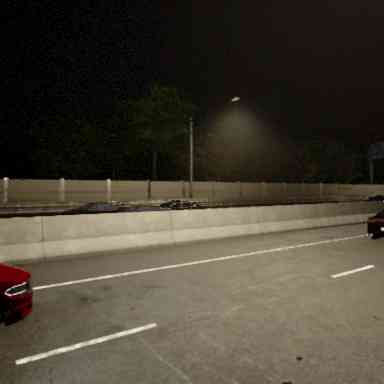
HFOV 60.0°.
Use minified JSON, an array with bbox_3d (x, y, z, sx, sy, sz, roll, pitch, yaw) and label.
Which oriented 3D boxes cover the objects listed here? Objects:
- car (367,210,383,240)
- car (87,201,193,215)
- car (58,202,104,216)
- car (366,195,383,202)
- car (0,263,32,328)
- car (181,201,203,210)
[{"bbox_3d":[9.912,1.372,15.090,5.008,1.535,1.882,0,0,-35],"label":"car"},{"bbox_3d":[-2.886,1.490,19.118,5.357,1.411,2.033,0,0,-35],"label":"car"},{"bbox_3d":[-7.081,1.491,24.725,5.357,1.411,2.033,0,0,-36],"label":"car"},{"bbox_3d":[27.734,1.233,49.443,4.892,1.490,1.837,-1,0,-35],"label":"car"},{"bbox_3d":[-4.933,1.488,4.528,5.008,1.535,1.882,0,0,-35],"label":"car"},{"bbox_3d":[-1.328,1.420,24.520,4.892,1.490,1.837,0,0,-35],"label":"car"}]
